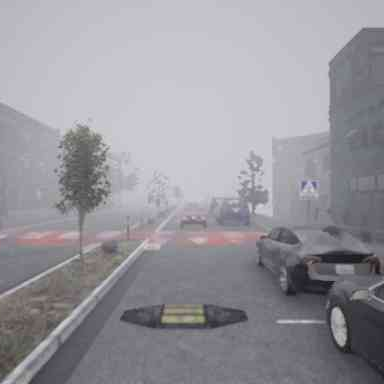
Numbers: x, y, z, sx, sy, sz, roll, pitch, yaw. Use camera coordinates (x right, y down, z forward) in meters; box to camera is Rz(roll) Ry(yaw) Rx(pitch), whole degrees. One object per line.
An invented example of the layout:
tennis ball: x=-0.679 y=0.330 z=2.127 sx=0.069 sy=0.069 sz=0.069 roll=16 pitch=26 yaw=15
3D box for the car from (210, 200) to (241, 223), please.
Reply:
car: x=3.002 y=1.743 z=30.786 sx=2.002 sy=1.452 sz=4.674 roll=0 pitch=0 yaw=0

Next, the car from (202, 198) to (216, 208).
car: x=3.007 y=1.871 z=58.364 sx=2.185 sy=1.767 sz=4.553 roll=0 pitch=-1 yaw=0

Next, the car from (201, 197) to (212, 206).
car: x=3.009 y=2.015 z=69.533 sx=2.185 sy=1.767 sz=4.553 roll=0 pitch=-1 yaw=0

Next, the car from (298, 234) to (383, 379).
car: x=2.998 y=1.507 z=3.301 sx=2.231 sy=1.521 sz=4.892 roll=0 pitch=0 yaw=0

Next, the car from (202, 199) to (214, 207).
car: x=3.008 y=2.110 z=64.038 sx=2.002 sy=1.452 sz=4.674 roll=0 pitch=-1 yaw=0

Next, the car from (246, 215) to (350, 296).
car: x=2.999 y=1.576 z=8.859 sx=2.163 sy=1.488 sz=4.792 roll=0 pitch=0 yaw=0

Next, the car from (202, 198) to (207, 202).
car: x=3.006 y=1.804 z=52.844 sx=2.185 sy=1.767 sz=4.553 roll=0 pitch=-1 yaw=0

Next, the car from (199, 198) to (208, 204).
car: x=3.003 y=2.371 z=85.991 sx=2.231 sy=1.521 sz=4.892 roll=0 pitch=-1 yaw=0

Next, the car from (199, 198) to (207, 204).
car: x=2.891 y=2.514 z=91.536 sx=2.002 sy=1.452 sz=4.674 roll=0 pitch=-1 yaw=-1

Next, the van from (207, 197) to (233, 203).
van: x=3.004 y=1.528 z=36.431 sx=1.878 sy=1.987 sz=4.442 roll=0 pitch=-1 yaw=0

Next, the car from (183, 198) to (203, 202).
car: x=0.107 y=1.823 z=41.160 sx=1.837 sy=1.490 sz=4.892 roll=0 pitch=-1 yaw=0

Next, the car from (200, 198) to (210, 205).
car: x=3.011 y=2.286 z=80.472 sx=2.231 sy=1.521 sz=4.892 roll=0 pitch=-1 yaw=0

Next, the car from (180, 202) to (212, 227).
car: x=0.106 y=1.722 z=23.943 sx=2.033 sy=1.411 sz=5.357 roll=0 pitch=0 yaw=0
